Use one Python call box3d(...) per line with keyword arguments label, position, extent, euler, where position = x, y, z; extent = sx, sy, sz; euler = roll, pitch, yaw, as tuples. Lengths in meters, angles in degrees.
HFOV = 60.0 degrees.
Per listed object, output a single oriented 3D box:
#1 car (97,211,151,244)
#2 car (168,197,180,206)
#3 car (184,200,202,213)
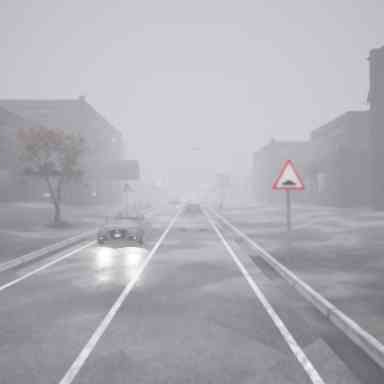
box3d(label="car", position=(-3.103, 1.615, 15.881), extent=(1.994, 1.385, 4.181), euler=(0, 0, 0))
box3d(label="car", position=(-3.044, 1.651, 58.606), extent=(2.033, 1.411, 5.357), euler=(0, 0, 1))
box3d(label="car", position=(0.104, 1.637, 38.787), extent=(1.812, 1.442, 4.674), euler=(0, 0, 0))
